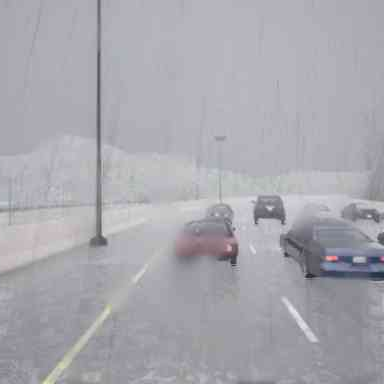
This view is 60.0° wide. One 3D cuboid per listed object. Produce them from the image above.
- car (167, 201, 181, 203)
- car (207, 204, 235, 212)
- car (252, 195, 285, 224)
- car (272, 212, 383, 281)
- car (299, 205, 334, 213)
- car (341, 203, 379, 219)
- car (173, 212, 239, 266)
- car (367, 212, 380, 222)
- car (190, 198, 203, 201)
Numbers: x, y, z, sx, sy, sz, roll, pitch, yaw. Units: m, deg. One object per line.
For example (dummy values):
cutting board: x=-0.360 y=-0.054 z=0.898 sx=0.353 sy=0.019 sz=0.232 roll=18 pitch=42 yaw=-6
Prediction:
car: x=-2.357 y=1.572 z=62.947 sx=1.837 sy=1.490 sz=4.892 roll=0 pitch=0 yaw=21
car: x=2.094 y=1.575 z=24.566 sx=2.033 sy=1.411 sz=5.357 roll=0 pitch=0 yaw=10
car: x=5.758 y=1.251 z=25.189 sx=2.150 sy=2.045 sz=5.566 roll=0 pitch=0 yaw=10
car: x=3.942 y=1.559 z=9.931 sx=2.033 sy=1.411 sz=5.357 roll=0 pitch=0 yaw=5
car: x=9.300 y=1.628 z=25.098 sx=1.895 sy=1.301 sz=4.718 roll=0 pitch=0 yaw=10
car: x=13.008 y=1.553 z=25.878 sx=1.812 sy=1.442 sz=4.674 roll=0 pitch=0 yaw=11
car: x=0.591 y=1.614 z=11.643 sx=1.895 sy=1.301 sz=4.718 roll=0 pitch=0 yaw=5
car: x=7.436 y=1.558 z=9.729 sx=2.033 sy=1.411 sz=5.357 roll=0 pitch=0 yaw=5
car: x=1.077 y=1.668 z=62.126 sx=1.895 sy=1.301 sz=4.718 roll=0 pitch=0 yaw=21
